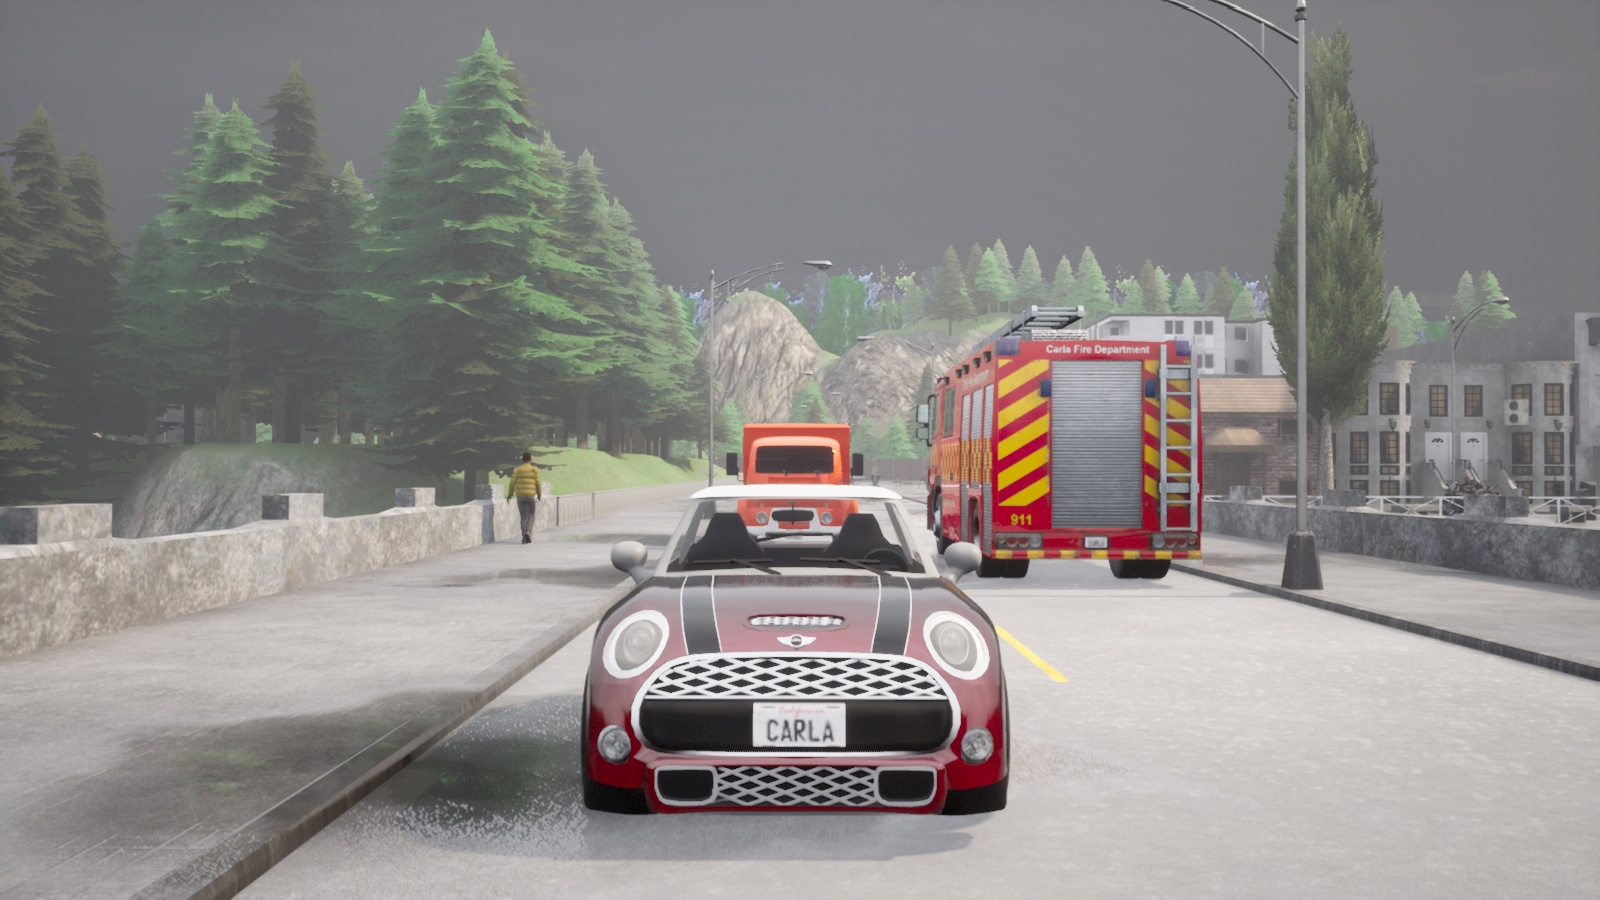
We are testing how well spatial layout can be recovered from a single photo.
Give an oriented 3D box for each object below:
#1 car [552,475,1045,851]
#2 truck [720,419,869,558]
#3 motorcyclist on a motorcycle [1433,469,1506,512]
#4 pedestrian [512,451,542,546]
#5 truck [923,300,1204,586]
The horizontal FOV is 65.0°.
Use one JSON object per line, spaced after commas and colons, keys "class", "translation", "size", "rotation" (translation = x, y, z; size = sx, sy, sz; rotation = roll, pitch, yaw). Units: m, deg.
{"class": "car", "translation": [-0.016, 0.889, 6.938], "size": [1.970, 1.475, 3.806], "rotation": [0, -1, 0]}
{"class": "truck", "translation": [-0.058, 0.722, 24.903], "size": [2.627, 2.467, 5.204], "rotation": [0, -1, 1]}
{"class": "motorcyclist on a motorcycle", "translation": [24.416, 1.477, 45.798], "size": [2.191, 1.530, 0.866], "rotation": [0, -1, 0]}
{"class": "pedestrian", "translation": [-5.368, 0.936, 24.703], "size": [0.431, 1.840, 0.709], "rotation": [0, -1, 0]}
{"class": "truck", "translation": [3.946, -0.033, 21.091], "size": [2.891, 3.827, 8.468], "rotation": [0, -1, 0]}
